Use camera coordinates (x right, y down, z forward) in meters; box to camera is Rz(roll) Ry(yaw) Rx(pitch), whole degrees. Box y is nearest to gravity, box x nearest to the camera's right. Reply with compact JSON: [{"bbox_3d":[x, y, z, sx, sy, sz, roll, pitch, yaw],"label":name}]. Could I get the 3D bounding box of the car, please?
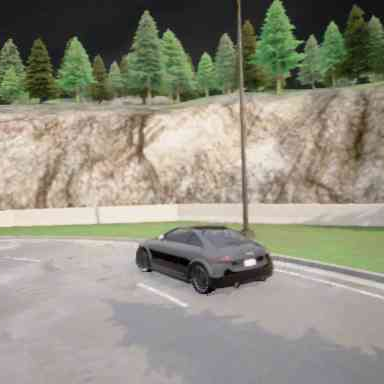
[{"bbox_3d":[0.118,1.549,8.905,1.994,1.385,4.181,-2,0,-35],"label":"car"}]
